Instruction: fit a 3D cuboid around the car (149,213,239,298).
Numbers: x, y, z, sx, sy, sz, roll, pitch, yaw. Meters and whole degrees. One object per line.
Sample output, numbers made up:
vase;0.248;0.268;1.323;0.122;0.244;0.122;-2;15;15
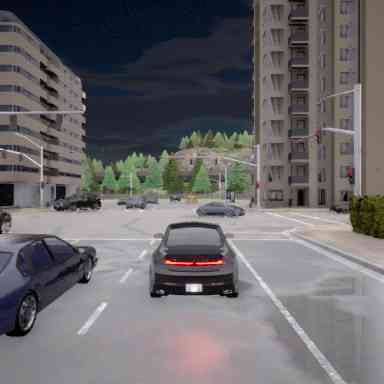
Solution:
car;0.049;1.505;8.505;1.837;1.490;4.892;0;0;0

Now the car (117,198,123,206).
car;-10.682;1.564;53.315;1.994;1.385;4.181;0;0;0

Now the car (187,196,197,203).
car;-0.037;1.477;70.059;1.882;1.535;5.008;0;0;0

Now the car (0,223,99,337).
car;-3.461;1.547;6.576;2.033;1.411;5.357;0;0;0

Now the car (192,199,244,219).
car;2.508;1.564;29.434;4.181;1.385;1.994;0;0;26

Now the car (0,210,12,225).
car;-10.627;1.491;16.012;2.128;1.511;4.902;0;0;0

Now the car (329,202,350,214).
car;17.286;1.547;34.639;5.357;1.411;2.033;0;0;0

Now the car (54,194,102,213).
car;-12.811;1.222;37.906;2.150;2.045;5.566;2;1;33

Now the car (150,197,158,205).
car;-7.181;1.564;58.933;1.994;1.385;4.181;0;0;0

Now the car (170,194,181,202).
car;-3.625;1.194;72.963;2.097;1.767;4.553;0;0;0

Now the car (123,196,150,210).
car;-7.173;1.352;43.125;2.097;1.767;4.553;0;0;0

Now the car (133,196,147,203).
car;-10.617;1.536;68.292;2.033;1.411;5.357;0;0;0
